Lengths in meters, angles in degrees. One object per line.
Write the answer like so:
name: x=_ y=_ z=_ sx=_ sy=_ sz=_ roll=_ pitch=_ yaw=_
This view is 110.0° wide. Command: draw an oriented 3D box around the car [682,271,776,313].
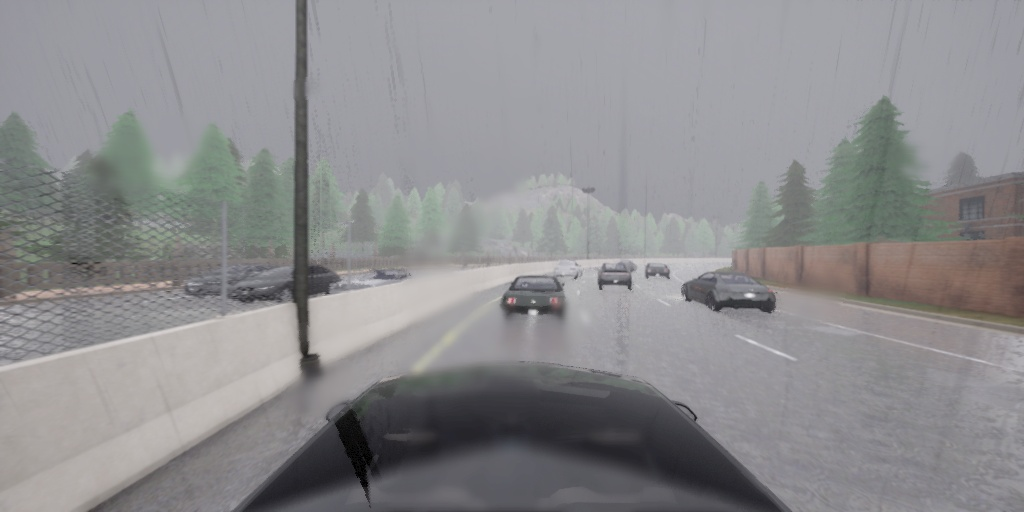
car: x=8.195 y=1.276 z=13.951 sx=1.994 sy=1.385 sz=4.181 roll=0 pitch=0 yaw=8

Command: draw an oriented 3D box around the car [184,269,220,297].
car: x=-12.790 y=1.092 z=17.218 sx=2.128 sy=1.511 sz=4.902 roll=0 pitch=0 yaw=9

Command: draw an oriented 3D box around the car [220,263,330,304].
car: x=-9.483 y=1.130 z=15.576 sx=1.837 sy=1.490 sz=4.892 roll=0 pitch=0 yaw=8

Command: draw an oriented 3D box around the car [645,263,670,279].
car: x=12.504 y=1.227 z=31.047 sx=1.895 sy=1.301 sz=4.718 roll=0 pitch=0 yaw=20

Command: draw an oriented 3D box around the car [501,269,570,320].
car: x=0.879 y=1.290 z=12.308 sx=1.895 sy=1.301 sz=4.718 roll=0 pitch=0 yaw=7

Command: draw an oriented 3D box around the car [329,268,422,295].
car: x=-5.840 y=1.255 z=16.374 sx=1.895 sy=1.301 sz=4.718 roll=0 pitch=0 yaw=9

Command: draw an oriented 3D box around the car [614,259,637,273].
car: x=13.149 y=1.130 z=41.307 sx=1.994 sy=1.385 sz=4.181 roll=0 pitch=0 yaw=26

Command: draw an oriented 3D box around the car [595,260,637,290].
car: x=6.121 y=1.147 z=21.640 sx=2.128 sy=1.511 sz=4.902 roll=0 pitch=0 yaw=13

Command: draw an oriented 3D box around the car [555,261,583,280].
car: x=4.733 y=1.125 z=29.782 sx=1.812 sy=1.442 sz=4.674 roll=0 pitch=0 yaw=18
